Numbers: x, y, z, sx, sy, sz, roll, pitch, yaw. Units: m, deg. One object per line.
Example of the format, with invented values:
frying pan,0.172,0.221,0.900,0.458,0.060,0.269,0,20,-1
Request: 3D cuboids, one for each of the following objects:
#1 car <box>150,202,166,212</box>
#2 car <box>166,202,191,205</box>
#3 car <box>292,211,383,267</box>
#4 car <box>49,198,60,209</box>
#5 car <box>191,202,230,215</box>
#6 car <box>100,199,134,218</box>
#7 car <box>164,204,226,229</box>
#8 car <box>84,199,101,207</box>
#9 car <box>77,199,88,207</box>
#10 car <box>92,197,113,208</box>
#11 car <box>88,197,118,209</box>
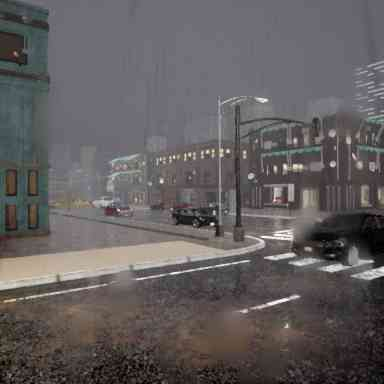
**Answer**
car,-4.176,1.966,44.872,1.802,1.307,4.206,-1,0,-35
car,-0.979,1.904,40.355,1.802,1.307,4.206,-2,0,-35
car,5.598,1.477,11.640,5.008,1.535,1.882,0,0,-35
car,-23.711,2.233,57.960,1.752,1.417,4.829,-1,0,-35
car,2.219,1.810,35.837,2.008,1.369,4.403,-2,0,-35
car,-7.820,1.846,35.510,1.967,1.590,4.097,-1,0,-35
car,0.102,1.814,24.115,1.947,1.339,4.313,-1,0,-35
car,-20.169,2.228,67.460,1.887,1.381,4.507,-1,0,-35
car,-21.646,2.175,65.075,1.882,1.535,5.008,-1,0,-35
car,-16.976,1.940,62.942,2.192,1.841,5.009,-1,0,-35
car,-14.976,1.797,55.651,2.150,2.045,5.566,-1,0,-35
